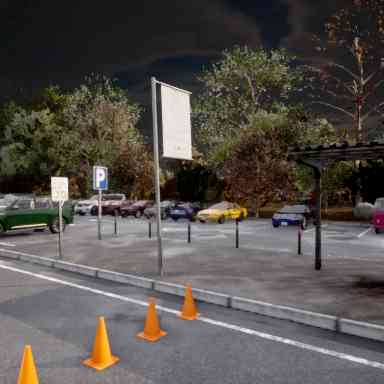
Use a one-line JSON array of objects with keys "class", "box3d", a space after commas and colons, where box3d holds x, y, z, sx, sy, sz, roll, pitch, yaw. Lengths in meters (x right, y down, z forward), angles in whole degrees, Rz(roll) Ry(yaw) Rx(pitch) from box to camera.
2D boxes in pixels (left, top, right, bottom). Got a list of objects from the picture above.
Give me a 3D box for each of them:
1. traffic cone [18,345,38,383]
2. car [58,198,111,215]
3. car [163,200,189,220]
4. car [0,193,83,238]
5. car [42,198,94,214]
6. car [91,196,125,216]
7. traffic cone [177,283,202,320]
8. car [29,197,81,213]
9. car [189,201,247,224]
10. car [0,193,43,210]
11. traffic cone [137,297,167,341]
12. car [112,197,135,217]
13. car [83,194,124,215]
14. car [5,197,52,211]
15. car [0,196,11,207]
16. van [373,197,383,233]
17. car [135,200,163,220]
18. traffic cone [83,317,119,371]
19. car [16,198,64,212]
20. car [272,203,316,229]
[{"class": "traffic cone", "box3d": [-1.776, 1.957, 3.592, 0.340, 0.580, 0.340, 0, 0, 35]}, {"class": "car", "box3d": [-11.187, 1.461, 34.892, 2.231, 1.521, 4.892, 0, 0, 35]}, {"class": "car", "box3d": [0.190, 1.504, 26.946, 2.163, 1.488, 4.792, 0, 0, 35]}, {"class": "car", "box3d": [-8.918, 1.221, 17.290, 2.435, 2.045, 5.566, 0, 0, 35]}, {"class": "car", "box3d": [-13.460, 1.455, 36.489, 2.097, 1.535, 5.008, 0, 0, 35]}, {"class": "car", "box3d": [-6.638, 1.466, 31.712, 2.097, 1.535, 5.008, 0, 0, 35]}, {"class": "traffic cone", "box3d": [-0.052, 1.957, 6.041, 0.340, 0.580, 0.340, 0, 0, 36]}, {"class": "car", "box3d": [-15.623, 1.444, 38.240, 1.946, 1.575, 5.366, 0, 0, 35]}, {"class": "car", "box3d": [2.338, 1.475, 25.175, 1.946, 1.575, 5.366, 0, 0, 35]}, {"class": "car", "box3d": [-22.561, 1.153, 42.852, 2.435, 2.045, 5.566, 0, 0, 35]}, {"class": "traffic cone", "box3d": [-0.626, 1.957, 5.225, 0.340, 0.580, 0.340, 0, 0, 35]}, {"class": "car", "box3d": [-4.366, 1.469, 30.116, 2.097, 1.535, 5.008, 0, 0, 35]}, {"class": "car", "box3d": [-8.929, 1.212, 33.279, 2.435, 2.045, 5.566, 0, 0, 35]}, {"class": "car", "box3d": [-20.259, 1.452, 41.305, 2.163, 1.488, 4.792, 0, 0, 35]}, {"class": "car", "box3d": [-29.255, 1.332, 47.814, 1.946, 1.575, 5.366, 1, 0, 35]}, {"class": "van", "box3d": [11.598, 1.264, 19.042, 1.878, 1.987, 4.442, 0, 0, 35]}, {"class": "car", "box3d": [-2.094, 1.473, 28.522, 2.231, 1.521, 4.892, 0, 0, 35]}, {"class": "traffic cone", "box3d": [-1.201, 1.957, 4.408, 0.340, 0.580, 0.340, 0, 0, 35]}, {"class": "car", "box3d": [-18.015, 1.469, 39.658, 2.163, 1.488, 4.792, 0, 0, 35]}, {"class": "car", "box3d": [6.972, 1.513, 22.113, 2.163, 1.488, 4.792, 0, 0, 35]}]
